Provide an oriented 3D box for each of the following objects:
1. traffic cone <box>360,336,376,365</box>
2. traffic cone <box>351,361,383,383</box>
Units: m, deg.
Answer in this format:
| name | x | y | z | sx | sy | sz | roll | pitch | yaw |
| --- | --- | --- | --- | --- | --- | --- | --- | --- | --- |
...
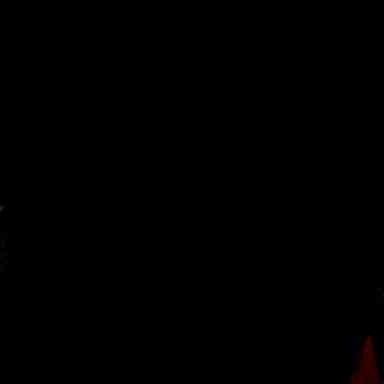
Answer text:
| name | x | y | z | sx | sy | sz | roll | pitch | yaw |
| --- | --- | --- | --- | --- | --- | --- | --- | --- | --- |
| traffic cone | 2.168 | 2.075 | 4.096 | 0.340 | 0.580 | 0.340 | 0 | -2 | 32 |
| traffic cone | 1.642 | 2.049 | 3.241 | 0.340 | 0.580 | 0.340 | 0 | -1 | 32 |
